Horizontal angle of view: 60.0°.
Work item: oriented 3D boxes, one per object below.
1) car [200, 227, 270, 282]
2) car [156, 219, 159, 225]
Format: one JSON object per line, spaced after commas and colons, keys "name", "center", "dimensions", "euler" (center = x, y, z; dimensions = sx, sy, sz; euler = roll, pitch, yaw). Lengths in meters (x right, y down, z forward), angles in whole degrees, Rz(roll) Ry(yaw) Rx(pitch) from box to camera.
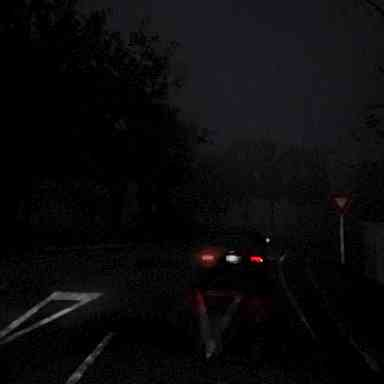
{"name": "car", "center": [1.505, 1.849, 10.730], "dimensions": [2.033, 1.411, 5.357], "euler": [0, -3, 12]}
{"name": "car", "center": [-3.950, 4.347, 49.589], "dimensions": [4.892, 1.490, 1.837], "euler": [-2, -6, 30]}
